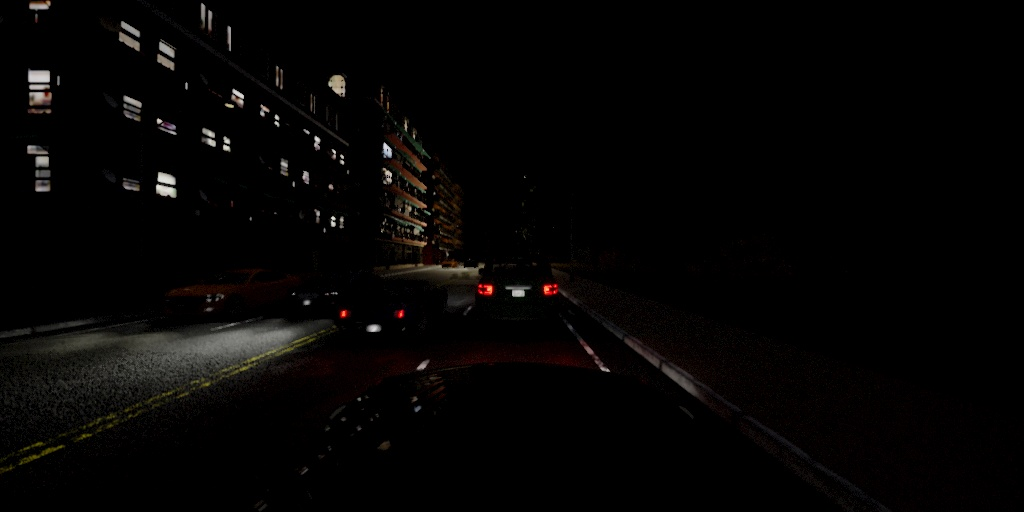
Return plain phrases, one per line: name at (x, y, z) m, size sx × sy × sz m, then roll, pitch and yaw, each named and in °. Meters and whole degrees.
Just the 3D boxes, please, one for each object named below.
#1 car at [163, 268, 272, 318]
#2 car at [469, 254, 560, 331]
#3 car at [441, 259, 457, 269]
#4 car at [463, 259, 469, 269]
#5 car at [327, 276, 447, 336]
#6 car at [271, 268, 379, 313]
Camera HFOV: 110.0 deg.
car at (-9.842, 1.221, 13.177) m, size 1.882 × 1.535 × 5.008 m, roll 0°, pitch 0°, yaw 0°
car at (0.111, 0.966, 11.076) m, size 2.150 × 2.045 × 5.566 m, roll 0°, pitch 0°, yaw -1°
car at (-9.795, 1.190, 56.286) m, size 1.882 × 1.535 × 5.008 m, roll 0°, pitch 0°, yaw 0°
car at (-6.545, 1.189, 57.085) m, size 1.882 × 1.535 × 5.008 m, roll 0°, pitch 0°, yaw 0°
car at (-3.143, 1.346, 10.384) m, size 1.895 × 1.301 × 4.718 m, roll 0°, pitch 0°, yaw 0°
car at (-6.591, 1.234, 13.970) m, size 2.128 × 1.511 × 4.902 m, roll 0°, pitch 0°, yaw 0°
